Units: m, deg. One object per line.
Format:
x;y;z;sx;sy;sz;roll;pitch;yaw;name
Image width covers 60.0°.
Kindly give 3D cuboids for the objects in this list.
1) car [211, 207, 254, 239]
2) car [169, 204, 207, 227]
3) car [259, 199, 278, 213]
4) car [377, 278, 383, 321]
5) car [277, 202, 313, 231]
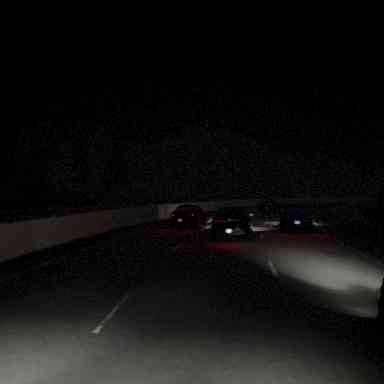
2.173;1.544;17.705;1.837;1.490;4.892;0;0;11;car
-0.192;1.565;22.877;1.812;1.442;4.674;0;0;14;car
8.998;1.576;38.009;1.882;1.535;5.008;0;0;25;car
3.830;1.511;3.422;2.128;1.511;4.902;0;0;3;car
6.588;1.586;21.278;1.812;1.442;4.674;0;0;14;car
